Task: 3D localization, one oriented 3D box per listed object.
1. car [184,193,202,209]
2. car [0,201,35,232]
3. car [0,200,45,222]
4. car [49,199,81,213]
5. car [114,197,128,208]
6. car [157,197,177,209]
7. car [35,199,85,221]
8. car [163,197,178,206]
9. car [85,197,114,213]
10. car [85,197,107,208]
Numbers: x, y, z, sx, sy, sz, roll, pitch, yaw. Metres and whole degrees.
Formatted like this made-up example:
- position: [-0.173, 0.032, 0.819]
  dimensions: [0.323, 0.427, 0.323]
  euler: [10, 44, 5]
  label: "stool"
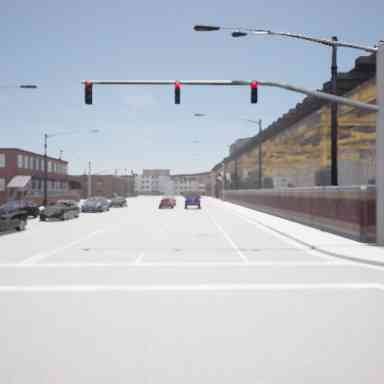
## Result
- position: [0.091, 1.187, 44.510]
  dimensions: [2.150, 2.045, 5.566]
  euler: [0, 0, 0]
  label: "car"
- position: [-10.595, 1.464, 17.458]
  dimensions: [1.882, 1.535, 5.008]
  euler: [0, 0, 2]
  label: "car"
- position: [-14.095, 1.471, 27.010]
  dimensions: [2.128, 1.511, 4.902]
  euler: [0, 0, 0]
  label: "car"
- position: [-14.089, 1.497, 37.139]
  dimensions: [1.812, 1.442, 4.674]
  euler: [0, 0, 0]
  label: "car"
- position: [-10.550, 1.467, 48.089]
  dimensions: [1.837, 1.490, 4.892]
  euler: [0, 0, 1]
  label: "car"
- position: [-3.410, 1.489, 44.676]
  dimensions: [1.812, 1.442, 4.674]
  euler: [0, 0, 0]
  label: "car"
- position: [-10.597, 1.484, 26.942]
  dimensions: [1.837, 1.490, 4.892]
  euler: [0, 0, 0]
  label: "car"
- position: [-3.480, 1.504, 54.659]
  dimensions: [2.033, 1.411, 5.357]
  euler: [0, 0, 0]
  label: "car"
- position: [-10.591, 1.323, 36.884]
  dimensions: [2.097, 1.767, 4.553]
  euler: [0, 0, 0]
  label: "car"
- position: [-14.039, 1.465, 48.836]
  dimensions: [1.837, 1.490, 4.892]
  euler: [0, 0, 1]
  label: "car"
